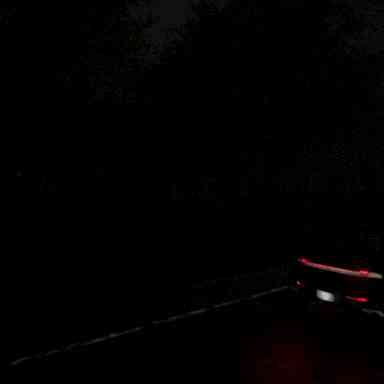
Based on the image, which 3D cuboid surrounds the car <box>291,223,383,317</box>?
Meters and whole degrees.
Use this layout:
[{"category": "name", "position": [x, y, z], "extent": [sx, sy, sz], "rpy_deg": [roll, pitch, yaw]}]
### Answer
[{"category": "car", "position": [4.072, 1.388, 6.653], "extent": [4.902, 1.511, 2.128], "rpy_deg": [-1, 1, -35]}]
